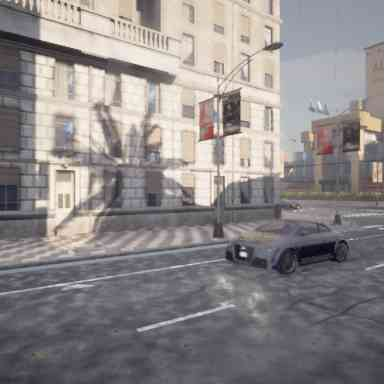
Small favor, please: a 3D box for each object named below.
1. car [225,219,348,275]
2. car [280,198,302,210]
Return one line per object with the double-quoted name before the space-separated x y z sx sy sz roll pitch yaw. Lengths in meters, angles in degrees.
"car" 3.066 1.563 10.501 4.181 1.385 1.994 0 0 -36
"car" 11.694 1.546 43.612 2.033 1.411 5.357 0 0 -36
